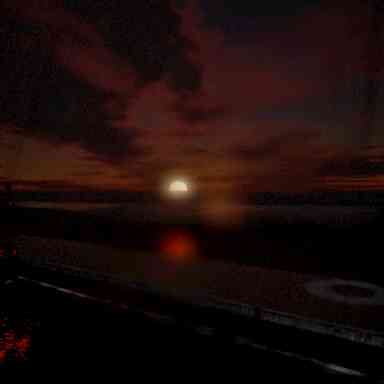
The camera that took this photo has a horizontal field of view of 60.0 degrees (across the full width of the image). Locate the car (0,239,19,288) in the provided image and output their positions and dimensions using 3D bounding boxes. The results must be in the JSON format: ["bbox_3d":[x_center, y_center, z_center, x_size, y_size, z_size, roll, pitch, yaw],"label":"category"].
[{"bbox_3d":[-6.174,1.493,8.067,5.008,1.535,1.882,0,0,36],"label":"car"}]
